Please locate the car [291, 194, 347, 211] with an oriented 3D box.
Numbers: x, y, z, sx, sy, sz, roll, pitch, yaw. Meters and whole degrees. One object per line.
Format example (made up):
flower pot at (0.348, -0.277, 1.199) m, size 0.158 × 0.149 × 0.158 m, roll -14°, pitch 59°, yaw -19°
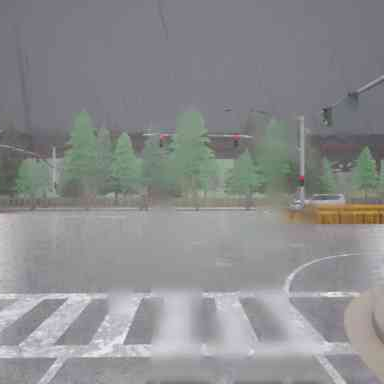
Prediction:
car at (13.535, 1.221, 35.445) m, size 5.566 × 2.045 × 2.150 m, roll 0°, pitch 0°, yaw -2°
